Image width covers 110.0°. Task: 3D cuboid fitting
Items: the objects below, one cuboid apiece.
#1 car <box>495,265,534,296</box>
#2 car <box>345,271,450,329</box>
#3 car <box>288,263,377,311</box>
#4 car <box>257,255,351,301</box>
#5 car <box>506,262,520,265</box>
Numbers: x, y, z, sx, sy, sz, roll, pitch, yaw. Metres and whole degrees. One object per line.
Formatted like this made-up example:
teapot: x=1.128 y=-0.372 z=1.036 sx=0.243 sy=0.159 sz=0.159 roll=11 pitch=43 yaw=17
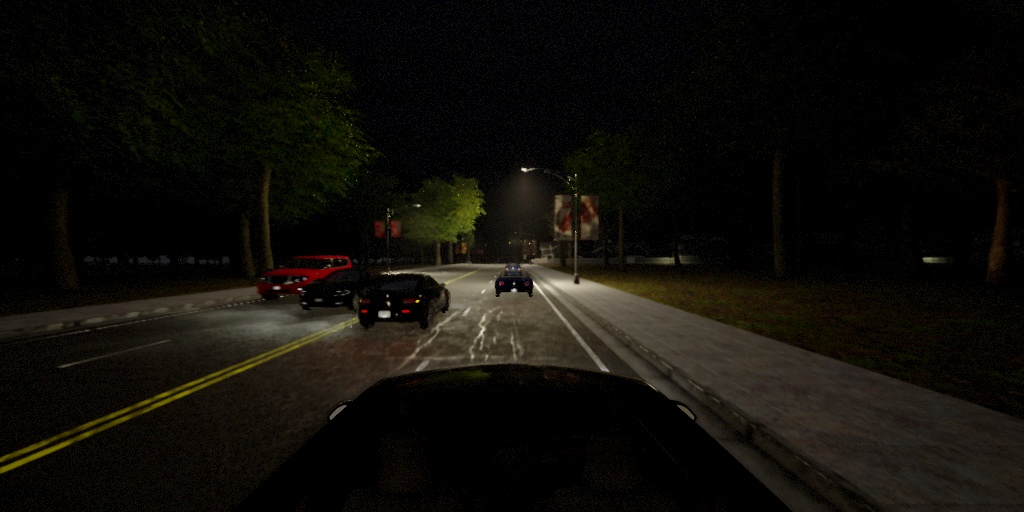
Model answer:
car: x=0.104 y=1.356 z=19.230 sx=1.895 sy=1.301 sz=4.718 roll=0 pitch=0 yaw=0
car: x=-3.147 y=1.275 z=11.157 sx=1.812 sy=1.442 sz=4.674 roll=0 pitch=0 yaw=0
car: x=-6.592 y=1.230 z=14.714 sx=1.882 sy=1.535 sz=5.008 roll=0 pitch=0 yaw=0
car: x=-9.840 y=0.977 z=17.772 sx=2.150 sy=2.045 sz=5.566 roll=0 pitch=0 yaw=0
car: x=0.113 y=1.339 z=38.690 sx=2.033 sy=1.411 sz=5.357 roll=0 pitch=0 yaw=0
